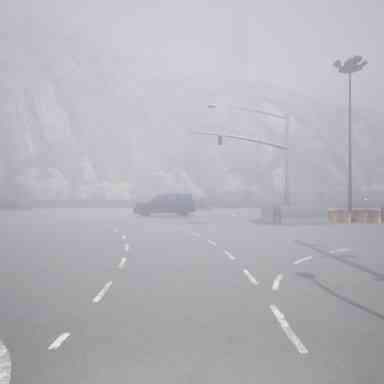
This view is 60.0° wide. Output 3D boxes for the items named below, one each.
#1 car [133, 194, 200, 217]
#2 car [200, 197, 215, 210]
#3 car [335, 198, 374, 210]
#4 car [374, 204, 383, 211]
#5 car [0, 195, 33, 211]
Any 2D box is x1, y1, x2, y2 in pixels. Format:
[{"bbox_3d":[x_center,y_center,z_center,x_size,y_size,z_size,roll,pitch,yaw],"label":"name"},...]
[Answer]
[{"bbox_3d":[-2.369,1.157,29.625,5.566,2.045,2.150,0,0,-3],"label":"car"},{"bbox_3d":[0.355,1.404,40.283,4.902,1.511,2.128,0,0,-3],"label":"car"},{"bbox_3d":[20.185,1.441,41.314,4.674,1.442,1.812,0,0,-3],"label":"car"},{"bbox_3d":[19.943,1.289,30.792,4.553,1.767,2.097,0,0,-3],"label":"car"},{"bbox_3d":[-21.295,1.257,39.154,4.553,1.767,2.097,0,0,-3],"label":"car"}]
